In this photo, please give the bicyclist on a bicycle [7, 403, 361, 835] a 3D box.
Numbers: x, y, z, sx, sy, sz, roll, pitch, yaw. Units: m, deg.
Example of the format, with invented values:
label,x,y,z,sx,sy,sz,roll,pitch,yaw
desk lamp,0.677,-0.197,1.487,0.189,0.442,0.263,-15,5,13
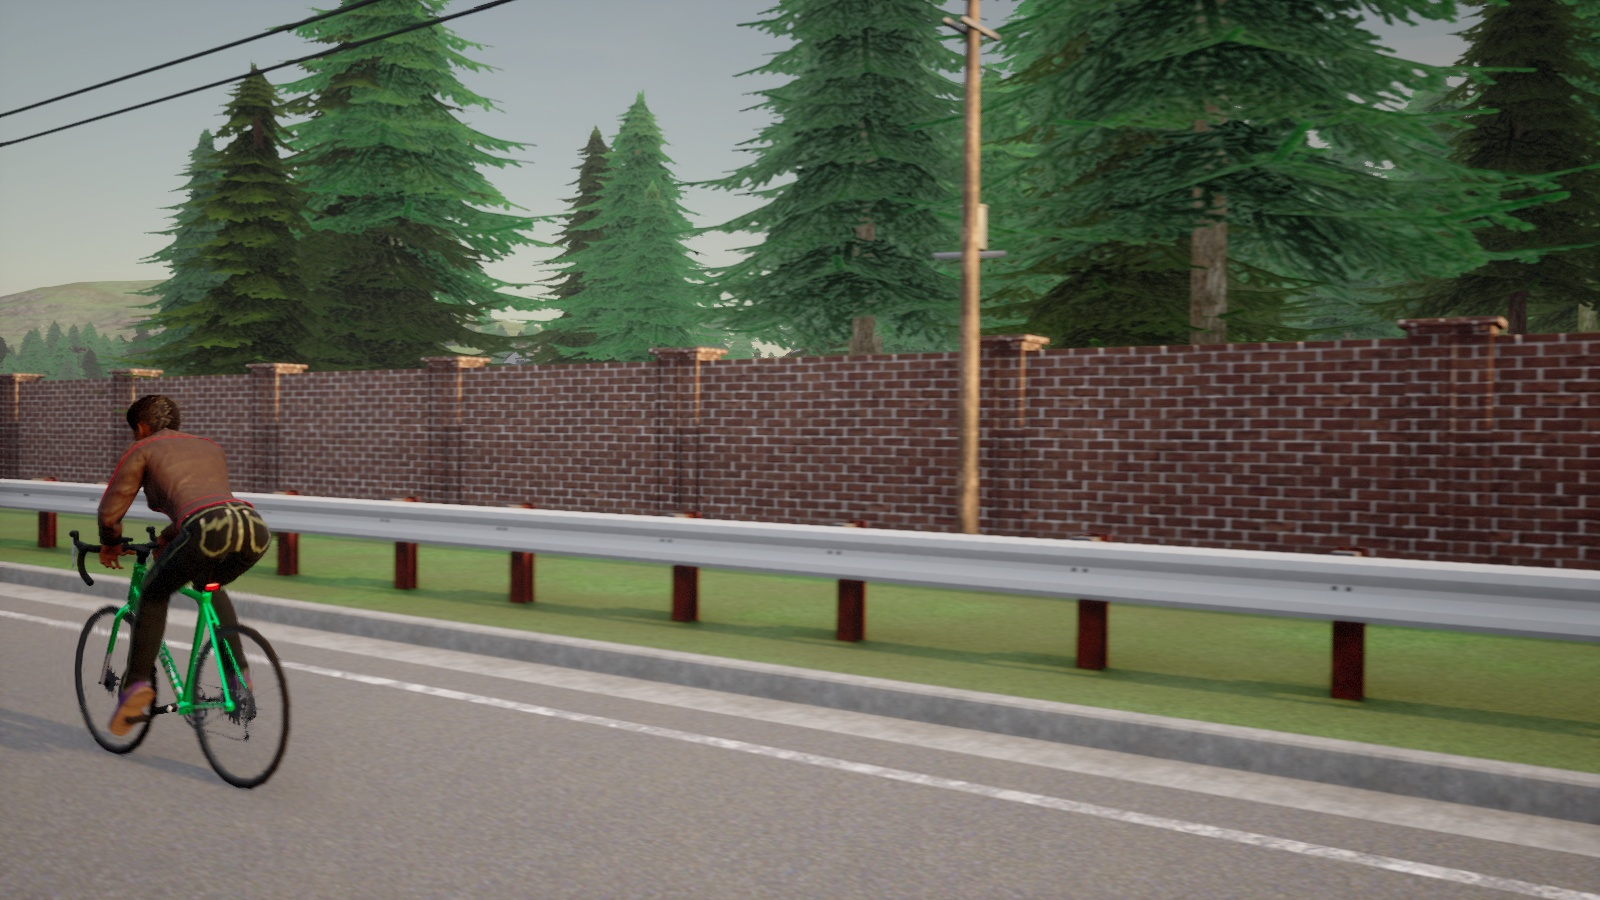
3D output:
label,x,y,z,sx,sy,sz,roll,pitch,yaw
bicyclist on a bicycle,-2.678,0.635,5.402,1.656,1.620,0.582,0,1,34
